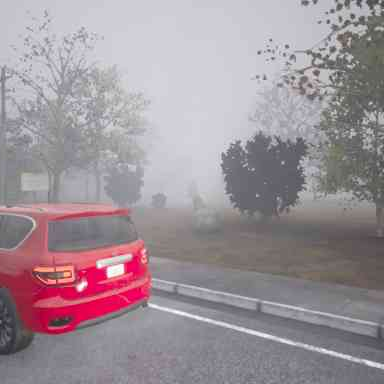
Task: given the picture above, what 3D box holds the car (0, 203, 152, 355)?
[{"bbox_3d":[-3.281,1.221,6.321,5.566,2.045,2.150,0,0,35],"label":"car"}]
